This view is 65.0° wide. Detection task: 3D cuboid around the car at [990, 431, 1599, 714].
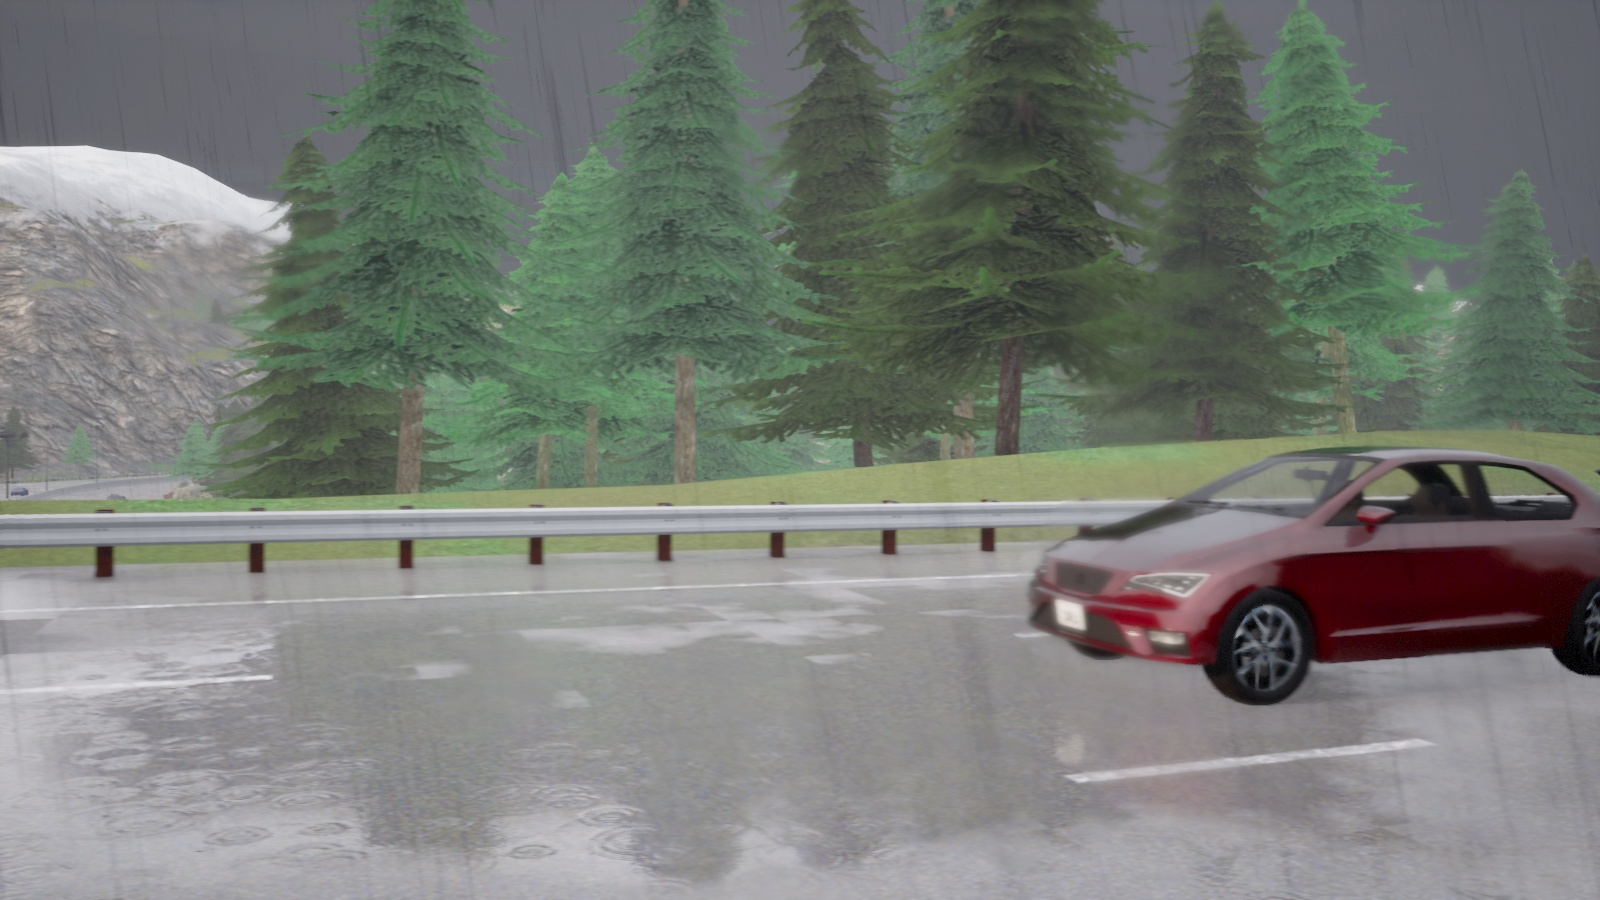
[{"bbox_3d":[3.565,0.637,8.336,4.193,1.474,1.816,-1,1,-21],"label":"car"}]
